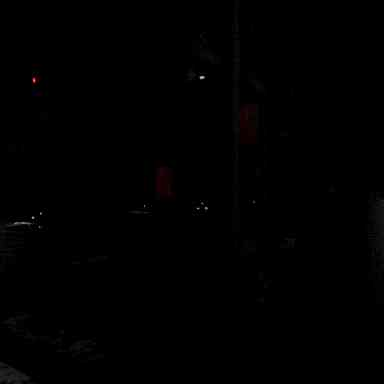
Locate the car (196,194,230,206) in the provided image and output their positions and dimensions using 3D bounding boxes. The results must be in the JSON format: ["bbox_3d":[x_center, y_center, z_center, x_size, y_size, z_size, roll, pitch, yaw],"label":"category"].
[{"bbox_3d":[2.720,0.896,40.711,2.033,1.411,5.357,0,1,36],"label":"car"}]

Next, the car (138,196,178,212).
[{"bbox_3d":[-3.227,1.090,32.197,1.994,1.385,4.181,0,1,35],"label":"car"}]

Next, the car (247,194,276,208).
[{"bbox_3d":[7.547,0.942,35.947,1.994,1.385,4.181,0,1,35],"label":"car"}]

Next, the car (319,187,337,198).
[{"bbox_3d":[25.027,0.106,61.006,2.150,2.045,5.566,0,1,35],"label":"car"}]

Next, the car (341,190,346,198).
[{"bbox_3d":[28.278,0.379,59.977,1.837,1.490,4.892,0,1,34],"label":"car"}]

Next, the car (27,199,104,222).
[{"bbox_3d":[-8.935,1.249,24.030,2.033,1.411,5.357,0,1,35],"label":"car"}]
